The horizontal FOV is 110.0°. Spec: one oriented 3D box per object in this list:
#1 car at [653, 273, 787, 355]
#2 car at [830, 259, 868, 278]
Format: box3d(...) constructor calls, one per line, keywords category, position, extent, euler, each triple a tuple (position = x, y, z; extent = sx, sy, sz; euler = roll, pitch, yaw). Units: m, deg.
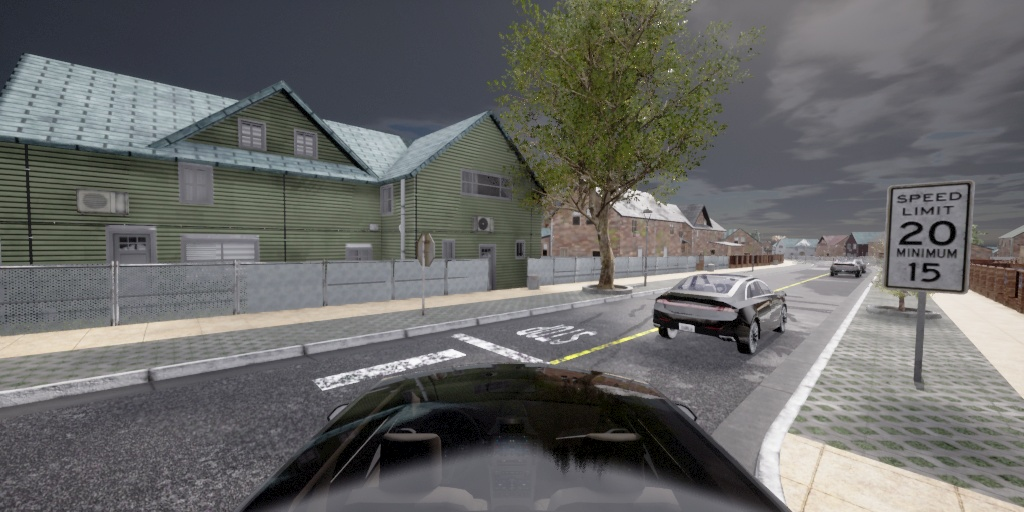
box3d(category="car", position=(5.199, 1.181, 8.702), extent=(4.902, 1.511, 2.128), euler=(0, 2, -43))
box3d(category="car", position=(29.473, 1.040, 31.586), extent=(4.902, 1.511, 2.128), euler=(0, 2, -43))
